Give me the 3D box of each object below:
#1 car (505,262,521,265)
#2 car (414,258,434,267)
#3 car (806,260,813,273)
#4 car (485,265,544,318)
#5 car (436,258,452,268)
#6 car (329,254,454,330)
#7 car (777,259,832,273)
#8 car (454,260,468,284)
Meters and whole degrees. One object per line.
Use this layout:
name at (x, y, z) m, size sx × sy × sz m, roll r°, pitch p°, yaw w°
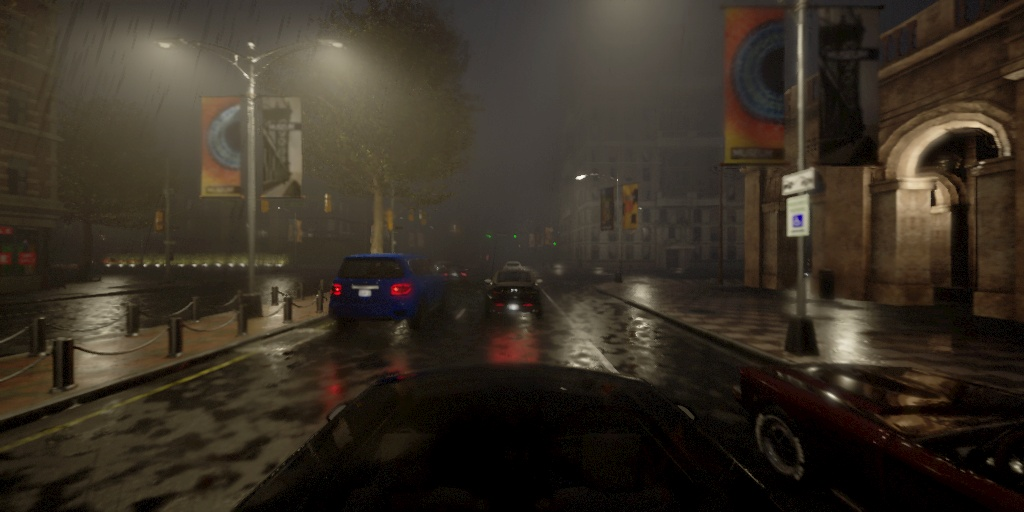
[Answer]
car at (0.083, 1.208, 31.651) m, size 1.812 × 1.442 × 4.674 m, roll 0°, pitch 0°, yaw 0°
car at (-15.021, 1.162, 61.410) m, size 2.033 × 1.411 × 5.357 m, roll 0°, pitch 0°, yaw 0°
car at (33.700, 1.231, 38.785) m, size 4.181 × 1.385 × 1.994 m, roll 0°, pitch 0°, yaw 0°
car at (0.074, 1.230, 12.816) m, size 1.837 × 1.490 × 4.892 m, roll 0°, pitch 0°, yaw 0°
car at (-11.531, 1.142, 61.026) m, size 1.812 × 1.442 × 4.674 m, roll 0°, pitch 1°, yaw 0°
car at (-3.437, 0.951, 11.106) m, size 2.150 × 2.045 × 5.566 m, roll 0°, pitch 0°, yaw 0°
car at (34.428, 1.164, 42.273) m, size 4.892 × 1.490 × 1.837 m, roll 0°, pitch 0°, yaw 0°
car at (-4.178, 1.243, 25.706) m, size 2.033 × 1.411 × 5.357 m, roll 0°, pitch 0°, yaw -11°
